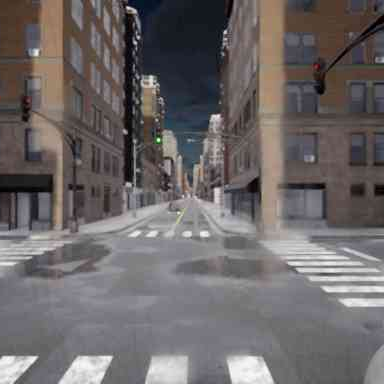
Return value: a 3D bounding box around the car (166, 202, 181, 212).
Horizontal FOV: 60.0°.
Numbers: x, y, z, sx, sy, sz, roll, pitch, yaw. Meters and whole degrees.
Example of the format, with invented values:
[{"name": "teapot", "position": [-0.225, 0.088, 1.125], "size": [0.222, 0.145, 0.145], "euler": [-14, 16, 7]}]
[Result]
[{"name": "car", "position": [-2.651, 2.240, 49.364], "size": [1.837, 1.490, 4.892], "euler": [0, 1, 0]}]
